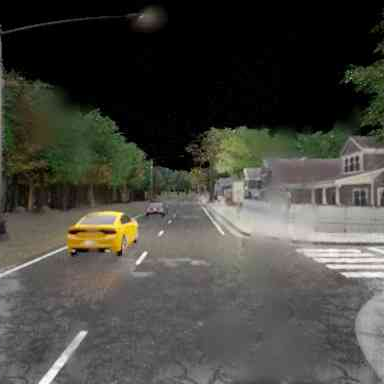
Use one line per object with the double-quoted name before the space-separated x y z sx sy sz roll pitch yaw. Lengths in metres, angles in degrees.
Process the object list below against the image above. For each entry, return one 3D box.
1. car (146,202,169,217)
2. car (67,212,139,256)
"car" -3.406 1.678 32.984 2.033 1.411 5.357 0 0 0
"car" -3.406 1.539 13.523 1.882 1.535 5.008 0 0 0
